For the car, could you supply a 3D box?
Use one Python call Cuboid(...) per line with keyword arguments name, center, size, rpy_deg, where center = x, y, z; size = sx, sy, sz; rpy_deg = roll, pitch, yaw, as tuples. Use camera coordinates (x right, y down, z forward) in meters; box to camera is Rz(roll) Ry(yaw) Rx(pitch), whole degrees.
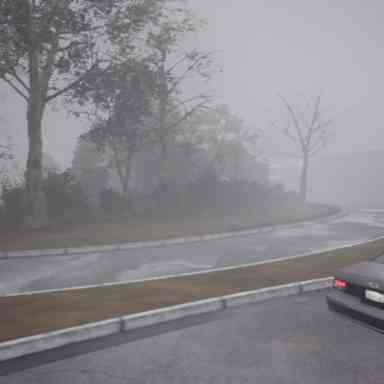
Cuboid(name="car", center=(4.803, 1.476, 5.761), size=(5.357, 1.411, 2.033), rpy_deg=(-1, 1, -26))
